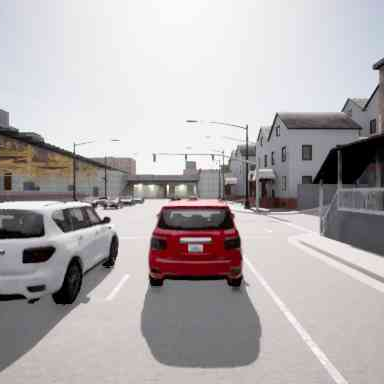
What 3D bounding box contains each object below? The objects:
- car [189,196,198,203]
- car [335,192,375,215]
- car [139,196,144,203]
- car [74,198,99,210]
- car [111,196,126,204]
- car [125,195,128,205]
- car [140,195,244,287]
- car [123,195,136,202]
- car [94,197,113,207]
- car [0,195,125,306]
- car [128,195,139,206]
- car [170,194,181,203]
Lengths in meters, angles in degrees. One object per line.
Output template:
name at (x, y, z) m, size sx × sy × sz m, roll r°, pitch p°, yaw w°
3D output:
car at (0.252, 1.532, 70.039) m, size 1.812 × 1.442 × 4.674 m, roll 0°, pitch 0°, yaw 0°
car at (14.901, 0.853, 28.715) m, size 5.357 × 1.411 × 2.033 m, roll -16°, pitch 0°, yaw -1°
car at (-10.384, 1.554, 64.655) m, size 2.033 × 1.411 × 5.357 m, roll 0°, pitch 0°, yaw 0°
car at (-13.995, 1.569, 44.205) m, size 1.994 × 1.385 × 4.181 m, roll 0°, pitch 0°, yaw 0°
car at (-13.897, 1.511, 63.301) m, size 1.837 × 1.490 × 4.892 m, roll 0°, pitch 0°, yaw 0°
car at (-10.494, 1.496, 44.617) m, size 2.128 × 1.511 × 4.902 m, roll 0°, pitch 0°, yaw 0°
car at (0.102, 1.224, 9.453) m, size 2.150 × 2.045 × 5.566 m, roll 0°, pitch 0°, yaw 1°
car at (-13.826, 1.501, 73.715) m, size 1.837 × 1.490 × 4.892 m, roll 0°, pitch 0°, yaw 0°
car at (-13.964, 1.531, 52.946) m, size 1.812 × 1.442 × 4.674 m, roll 0°, pitch 0°, yaw 0°
car at (-3.406, 1.224, 8.194) m, size 2.150 × 2.045 × 5.566 m, roll 0°, pitch 0°, yaw 0°
car at (-10.463, 1.553, 54.366) m, size 2.033 × 1.411 × 5.357 m, roll 0°, pitch 0°, yaw 0°
car at (-3.337, 1.359, 69.138) m, size 2.097 × 1.767 × 4.553 m, roll 0°, pitch 0°, yaw 0°
